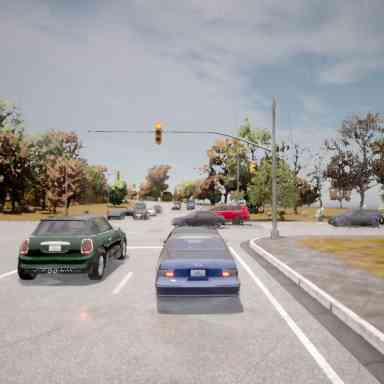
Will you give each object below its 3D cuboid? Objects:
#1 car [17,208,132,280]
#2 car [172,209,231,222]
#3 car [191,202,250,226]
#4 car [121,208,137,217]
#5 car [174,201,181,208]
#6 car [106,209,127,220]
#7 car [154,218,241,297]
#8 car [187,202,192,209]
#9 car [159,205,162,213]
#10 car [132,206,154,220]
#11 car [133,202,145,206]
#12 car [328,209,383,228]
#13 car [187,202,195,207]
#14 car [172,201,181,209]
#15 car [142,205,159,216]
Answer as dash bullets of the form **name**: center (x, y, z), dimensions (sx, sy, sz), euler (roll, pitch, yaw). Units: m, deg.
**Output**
- **car**: center (-3.447, 1.485, 10.487), dimensions (2.097, 1.767, 4.553), euler (0, -1, 0)
- **car**: center (0.513, 2.316, 27.537), dimensions (4.674, 1.442, 1.812), euler (1, -3, -24)
- **car**: center (2.952, 2.263, 32.992), dimensions (5.566, 2.045, 2.150), euler (0, -3, 0)
- **car**: center (-10.757, 3.501, 57.447), dimensions (1.895, 1.301, 4.718), euler (0, -1, 0)
- **car**: center (-3.859, 3.243, 87.838), dimensions (1.837, 1.490, 4.892), euler (0, 0, -4)
- **car**: center (-10.775, 3.206, 47.571), dimensions (2.033, 1.411, 5.357), euler (0, -2, -3)
- **car**: center (0.065, 1.645, 8.873), dimensions (2.033, 1.411, 5.357), euler (0, -1, -1)
- **car**: center (-0.235, 3.462, 77.751), dimensions (1.812, 1.442, 4.674), euler (0, 0, 0)
- **car**: center (-7.218, 3.483, 67.950), dimensions (1.837, 1.490, 4.892), euler (0, 0, 0)
- **car**: center (-7.234, 3.155, 47.768), dimensions (2.128, 1.511, 4.902), euler (0, -2, 1)
- **car**: center (-10.708, 3.200, 68.205), dimensions (2.150, 2.045, 5.566), euler (0, 0, 0)
- **car**: center (14.431, 2.450, 29.659), dimensions (4.181, 1.385, 1.994), euler (0, -3, -2)
- **car**: center (-0.360, 3.299, 87.934), dimensions (1.994, 1.385, 4.181), euler (0, 0, -4)
- **car**: center (-3.735, 3.534, 77.806), dimensions (1.895, 1.301, 4.718), euler (0, 0, 0)
- **car**: center (-7.254, 3.429, 57.660), dimensions (1.812, 1.442, 4.674), euler (0, -1, 0)
